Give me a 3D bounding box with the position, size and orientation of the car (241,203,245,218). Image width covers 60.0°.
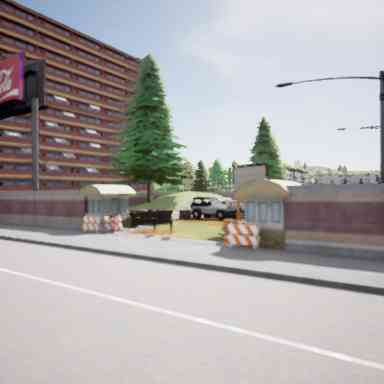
[{"bbox_3d":[3.599,1.495,29.414,4.193,1.474,1.816,-1,0,35],"label":"car"}]

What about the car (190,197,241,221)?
[{"bbox_3d":[1.660,1.309,27.356,3.866,1.878,1.905,-1,0,35],"label":"car"}]
